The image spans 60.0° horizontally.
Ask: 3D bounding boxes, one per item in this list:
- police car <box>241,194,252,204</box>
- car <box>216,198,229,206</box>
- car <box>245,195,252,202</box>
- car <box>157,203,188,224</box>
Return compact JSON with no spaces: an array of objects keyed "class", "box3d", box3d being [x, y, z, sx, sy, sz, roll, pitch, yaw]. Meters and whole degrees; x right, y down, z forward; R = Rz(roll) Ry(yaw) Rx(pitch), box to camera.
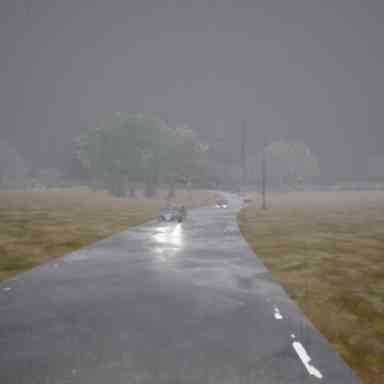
[{"class":"police car","box3d":[13.038,1.877,77.870,1.930,1.638,5.238,0,0,12]},{"class":"car","box3d":[6.207,1.959,66.678,2.033,1.411,5.357,0,0,15]},{"class":"car","box3d":[14.931,1.787,87.877,1.801,1.575,5.366,-2,1,9]},{"class":"car","box3d":[-1.497,1.653,26.787,2.128,1.511,4.902,0,0,6]}]
